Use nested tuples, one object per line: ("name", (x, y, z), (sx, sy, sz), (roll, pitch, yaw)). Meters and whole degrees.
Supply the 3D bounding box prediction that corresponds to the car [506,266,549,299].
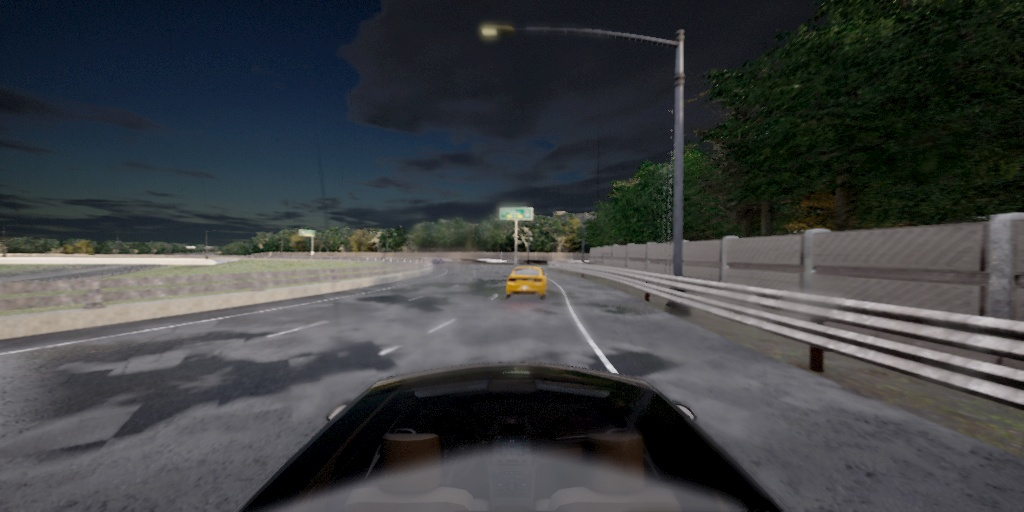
("car", (0.846, 1.285, 18.645), (1.882, 1.535, 5.008), (1, 0, 6))
